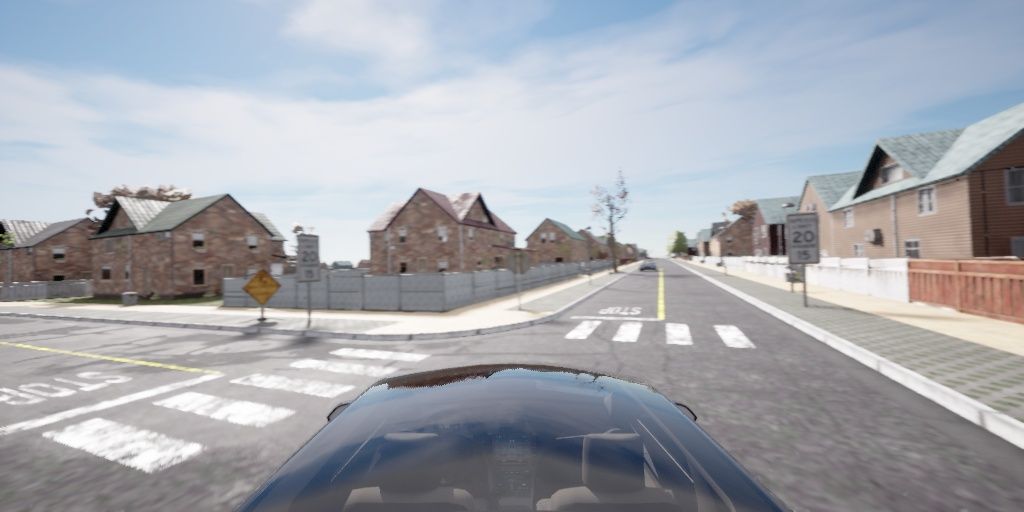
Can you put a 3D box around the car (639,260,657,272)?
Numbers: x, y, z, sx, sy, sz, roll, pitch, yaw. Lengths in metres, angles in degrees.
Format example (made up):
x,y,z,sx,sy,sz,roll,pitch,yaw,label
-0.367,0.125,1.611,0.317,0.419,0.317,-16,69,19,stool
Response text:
x,y,z,sx,sy,sz,roll,pitch,yaw,label
16.770,1.252,44.137,1.994,1.385,4.181,-2,-1,23,car

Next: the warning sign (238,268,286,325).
x,y,z,sx,sy,sz,roll,pitch,yaw,label
-8.561,1.342,12.306,1.060,1.860,1.300,0,0,22,warning sign
